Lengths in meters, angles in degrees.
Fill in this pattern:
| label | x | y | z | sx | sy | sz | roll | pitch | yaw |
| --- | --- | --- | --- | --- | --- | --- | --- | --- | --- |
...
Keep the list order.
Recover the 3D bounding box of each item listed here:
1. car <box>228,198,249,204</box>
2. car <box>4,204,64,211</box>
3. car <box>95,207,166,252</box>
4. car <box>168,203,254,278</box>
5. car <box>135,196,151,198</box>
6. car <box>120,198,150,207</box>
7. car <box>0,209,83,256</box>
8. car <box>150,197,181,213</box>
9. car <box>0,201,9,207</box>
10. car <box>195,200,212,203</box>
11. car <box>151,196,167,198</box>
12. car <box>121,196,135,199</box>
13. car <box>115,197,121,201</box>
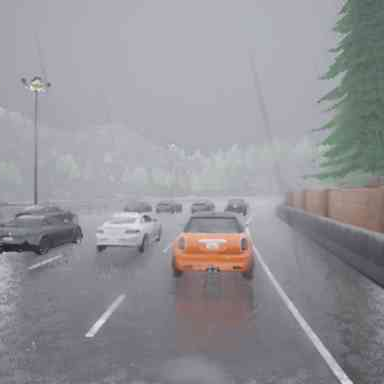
| label | x | y | z | sx | sy | sz | roll | pitch | yaw |
| --- | --- | --- | --- | --- | --- | --- | --- | --- | --- |
| car | 4.741 | 1.440 | 34.374 | 2.097 | 1.767 | 4.553 | 0 | 0 | 14 |
| car | -8.770 | 1.544 | 20.247 | 1.837 | 1.490 | 4.892 | 0 | 0 | 8 |
| car | -2.513 | 1.557 | 13.914 | 1.812 | 1.442 | 4.674 | 0 | 0 | 6 |
| car | 0.681 | 1.377 | 10.415 | 2.097 | 1.767 | 4.553 | 0 | 0 | 4 |
| car | -9.253 | 1.679 | 68.525 | 1.812 | 1.442 | 4.674 | 0 | 0 | 23 |
| car | -5.728 | 1.644 | 35.796 | 1.994 | 1.385 | 4.181 | 0 | 0 | 14 |
| car | -6.075 | 1.590 | 13.395 | 1.994 | 1.385 | 4.181 | 0 | 0 | 6 |
| car | -2.319 | 1.574 | 35.037 | 2.128 | 1.511 | 4.902 | 0 | 0 | 14 |
| car | -18.035 | 1.543 | 29.604 | 2.128 | 1.511 | 4.902 | 0 | 0 | 11 |
| car | 1.234 | 1.577 | 34.820 | 2.128 | 1.511 | 4.902 | 0 | 0 | 14 |
| car | -5.833 | 1.657 | 67.601 | 1.837 | 1.490 | 4.892 | 0 | 0 | 25 |
| car | -12.331 | 1.656 | 70.232 | 1.837 | 1.490 | 4.892 | 0 | 0 | 25 |
| car | -14.861 | 1.638 | 73.062 | 1.882 | 1.535 | 5.008 | 0 | 0 | 25 |
